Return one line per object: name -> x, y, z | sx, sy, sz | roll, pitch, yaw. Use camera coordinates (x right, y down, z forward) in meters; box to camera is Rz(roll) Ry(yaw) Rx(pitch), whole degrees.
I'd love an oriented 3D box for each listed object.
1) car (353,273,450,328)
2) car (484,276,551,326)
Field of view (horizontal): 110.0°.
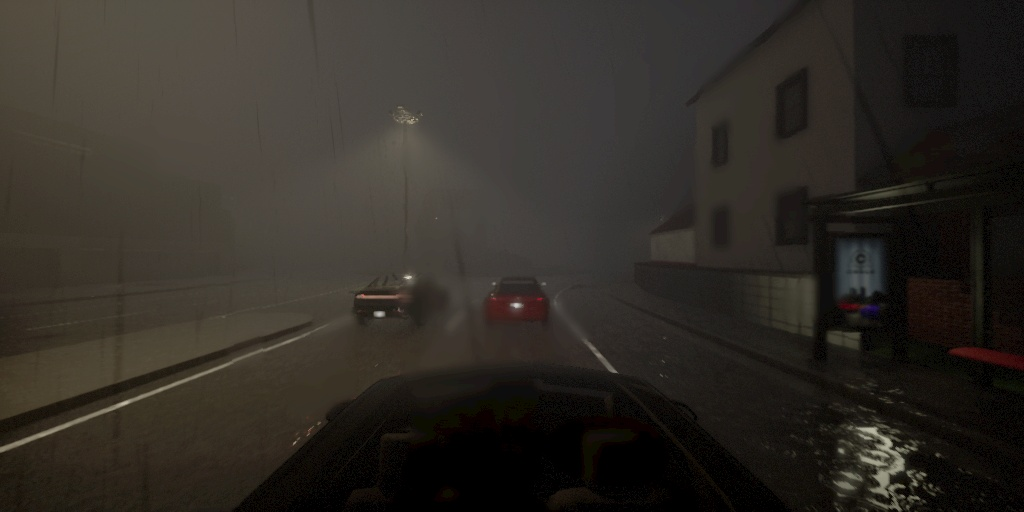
car -> -3.288, 1.272, 11.537 | 2.128, 1.511, 4.902 | 0, 0, 2
car -> 0.236, 1.346, 11.923 | 1.994, 1.385, 4.181 | 0, 0, 3
